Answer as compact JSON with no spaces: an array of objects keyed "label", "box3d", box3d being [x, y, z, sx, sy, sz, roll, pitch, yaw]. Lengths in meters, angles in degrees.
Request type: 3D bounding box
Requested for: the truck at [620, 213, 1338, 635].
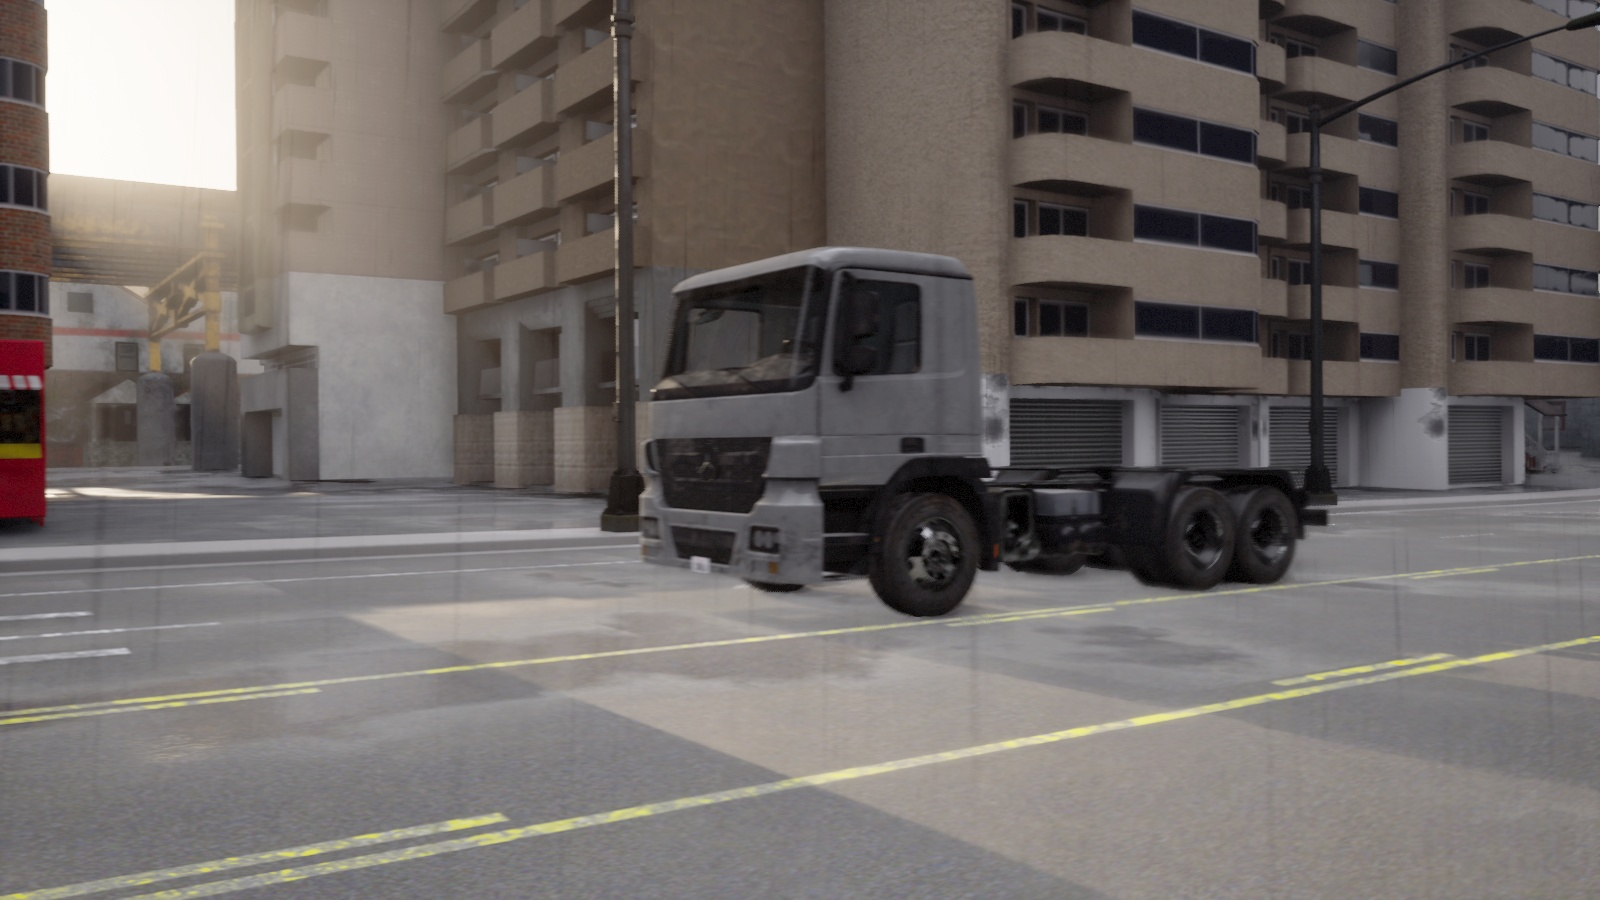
[{"label":"truck","box3d":[2.267,-0.209,13.765,7.936,3.462,2.891,0,0,-35]}]
